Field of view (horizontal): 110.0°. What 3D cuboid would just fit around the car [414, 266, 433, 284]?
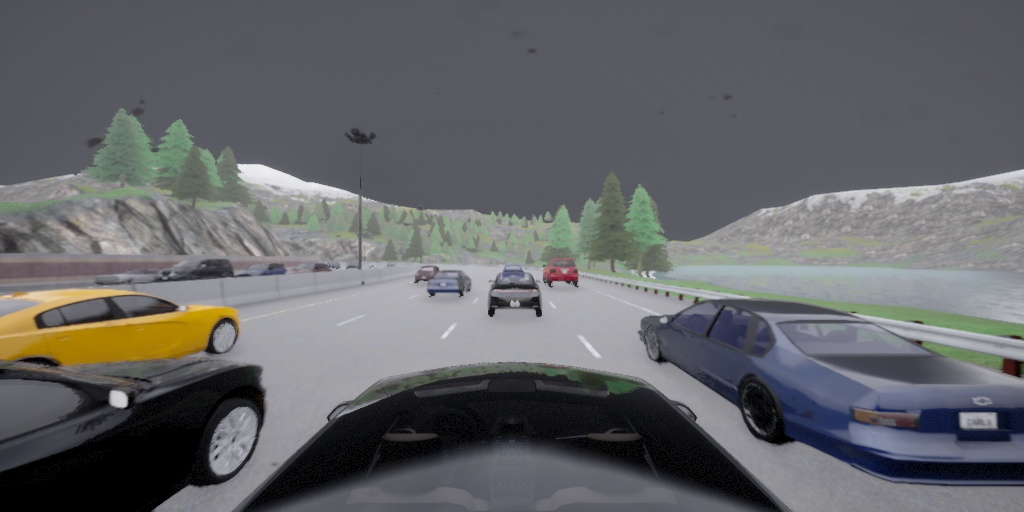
[{"bbox_3d":[-6.939,1.551,30.473,1.812,1.442,4.674,0,0,-1],"label":"car"}]

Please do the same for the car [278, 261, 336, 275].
[{"bbox_3d":[-17.694,1.386,31.228,2.097,1.767,4.553,0,-1,-1],"label":"car"}]

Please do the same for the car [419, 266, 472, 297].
[{"bbox_3d":[-3.406,1.475,20.276,2.033,1.411,5.357,0,-1,0],"label":"car"}]

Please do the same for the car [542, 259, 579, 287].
[{"bbox_3d":[3.602,1.216,27.235,2.150,2.045,5.566,0,0,0],"label":"car"}]

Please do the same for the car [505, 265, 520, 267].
[{"bbox_3d":[0.036,1.515,31.835,1.882,1.535,5.008,0,0,-1],"label":"car"}]

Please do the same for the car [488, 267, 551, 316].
[{"bbox_3d":[0.103,1.359,13.943,2.128,1.511,4.902,0,0,0],"label":"car"}]

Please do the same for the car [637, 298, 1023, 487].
[{"bbox_3d":[3.585,1.331,5.261,2.033,1.411,5.357,0,-1,0],"label":"car"}]

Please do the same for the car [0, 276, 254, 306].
[{"bbox_3d":[-6.914,1.268,5.865,1.882,1.535,5.008,0,0,0],"label":"car"}]

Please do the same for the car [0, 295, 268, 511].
[{"bbox_3d":[-3.435,1.227,1.635,1.882,1.535,5.008,0,0,0],"label":"car"}]

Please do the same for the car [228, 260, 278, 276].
[{"bbox_3d":[-21.183,1.380,30.574,2.097,1.767,4.553,0,-1,-1],"label":"car"}]

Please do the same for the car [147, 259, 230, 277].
[{"bbox_3d":[-24.620,1.225,28.165,2.150,2.045,5.566,0,0,0],"label":"car"}]

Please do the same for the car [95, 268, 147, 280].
[{"bbox_3d":[-28.114,1.596,27.056,1.895,1.301,4.718,0,-1,0],"label":"car"}]
